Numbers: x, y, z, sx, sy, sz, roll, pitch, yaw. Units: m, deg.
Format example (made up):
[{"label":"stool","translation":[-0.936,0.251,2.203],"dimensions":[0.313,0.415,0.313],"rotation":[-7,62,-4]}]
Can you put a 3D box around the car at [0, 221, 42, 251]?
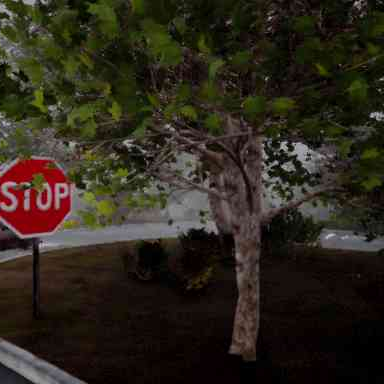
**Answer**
[{"label":"car","translation":[-7.706,1.634,12.587],"dimensions":[1.994,1.385,4.181],"rotation":[-1,-2,14]}]
